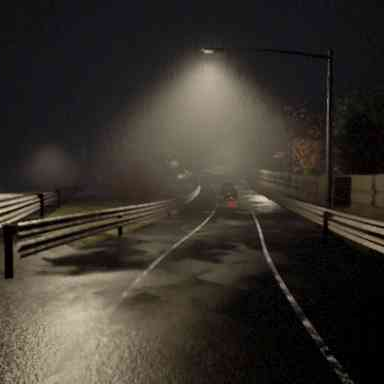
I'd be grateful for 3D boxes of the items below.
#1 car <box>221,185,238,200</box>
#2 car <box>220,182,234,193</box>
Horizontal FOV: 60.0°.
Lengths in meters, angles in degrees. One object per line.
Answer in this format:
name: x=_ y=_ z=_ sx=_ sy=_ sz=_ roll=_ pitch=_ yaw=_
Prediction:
car: x=5.384 y=0.278 z=46.727 sx=1.837 sy=1.490 sz=4.892 roll=0 pitch=4 yaw=4
car: x=5.992 y=-0.769 z=56.770 sx=2.150 sy=2.045 sz=5.566 roll=0 pitch=5 yaw=2
